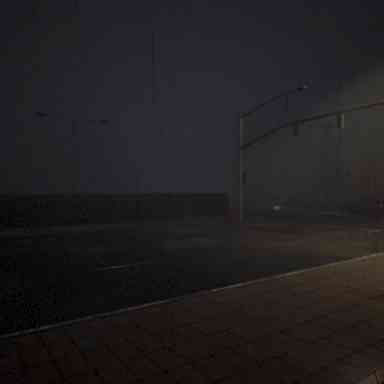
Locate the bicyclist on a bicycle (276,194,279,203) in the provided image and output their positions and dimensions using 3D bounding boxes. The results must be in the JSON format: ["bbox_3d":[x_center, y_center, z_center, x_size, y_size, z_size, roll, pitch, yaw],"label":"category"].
[{"bbox_3d":[13.962,1.231,54.321,0.582,1.620,1.656,0,0,22],"label":"bicyclist on a bicycle"}]

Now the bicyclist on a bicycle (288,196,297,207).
[{"bbox_3d":[14.918,1.387,49.405,1.656,1.620,0.582,0,0,-22],"label":"bicyclist on a bicycle"}]

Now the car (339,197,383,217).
[{"bbox_3d":[16.096,1.301,31.046,2.097,1.767,4.553,0,0,-30],"label":"car"}]
